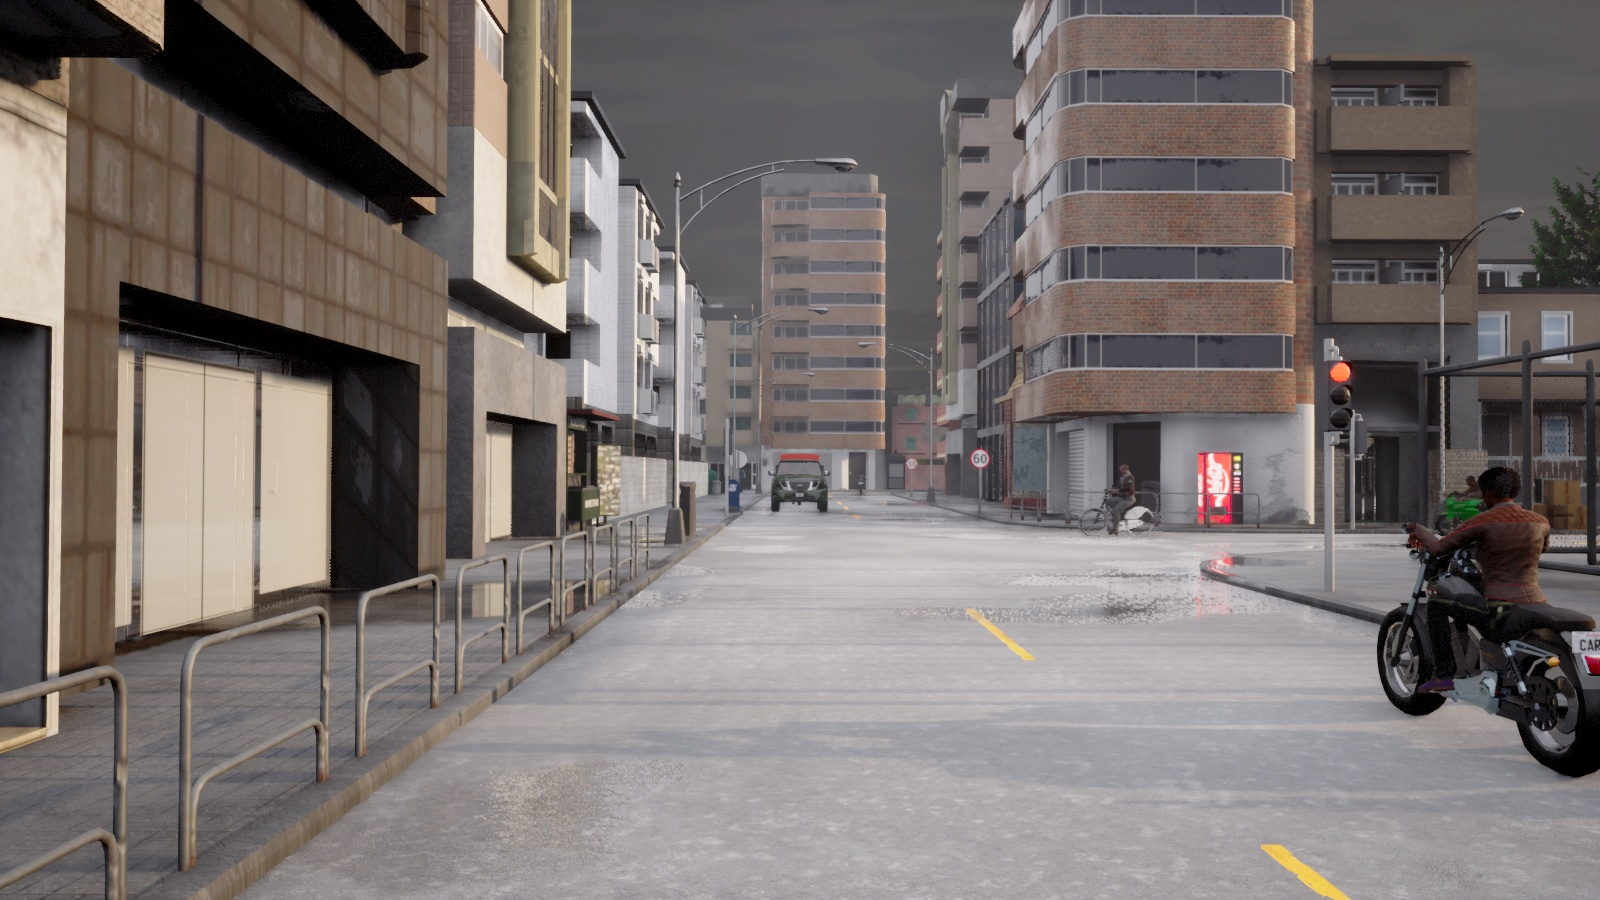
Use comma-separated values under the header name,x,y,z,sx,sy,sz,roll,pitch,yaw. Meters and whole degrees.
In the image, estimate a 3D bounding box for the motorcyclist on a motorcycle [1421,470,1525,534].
name,x,y,z,sx,sy,sz,roll,pitch,yaw
motorcyclist on a motorcycle,16.208,1.239,30.266,2.044,1.523,0.797,0,-1,0

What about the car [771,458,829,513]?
name,x,y,z,sx,sy,sz,roll,pitch,yaw
car,-0.029,1.368,49.796,2.150,2.045,5.566,0,-1,-1

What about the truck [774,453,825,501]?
name,x,y,z,sx,sy,sz,roll,pitch,yaw
truck,-0.009,1.462,67.326,2.627,2.467,5.204,0,-1,0

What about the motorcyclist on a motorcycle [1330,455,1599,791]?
name,x,y,z,sx,sy,sz,roll,pitch,yaw
motorcyclist on a motorcycle,3.999,0.872,7.367,0.766,1.649,2.350,0,-1,0

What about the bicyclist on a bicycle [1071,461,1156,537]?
name,x,y,z,sx,sy,sz,roll,pitch,yaw
bicyclist on a bicycle,7.439,1.155,29.799,1.843,1.776,0.659,0,0,-8
